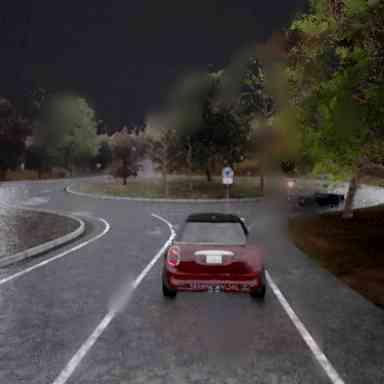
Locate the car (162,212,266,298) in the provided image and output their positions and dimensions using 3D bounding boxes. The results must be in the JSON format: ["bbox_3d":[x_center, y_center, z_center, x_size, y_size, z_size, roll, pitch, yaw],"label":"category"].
[{"bbox_3d":[0.527,1.287,8.544,2.097,1.767,4.553,0,1,3],"label":"car"}]

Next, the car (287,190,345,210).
[{"bbox_3d":[9.665,0.515,25.674,4.718,1.301,1.895,-4,7,-30],"label":"car"}]
